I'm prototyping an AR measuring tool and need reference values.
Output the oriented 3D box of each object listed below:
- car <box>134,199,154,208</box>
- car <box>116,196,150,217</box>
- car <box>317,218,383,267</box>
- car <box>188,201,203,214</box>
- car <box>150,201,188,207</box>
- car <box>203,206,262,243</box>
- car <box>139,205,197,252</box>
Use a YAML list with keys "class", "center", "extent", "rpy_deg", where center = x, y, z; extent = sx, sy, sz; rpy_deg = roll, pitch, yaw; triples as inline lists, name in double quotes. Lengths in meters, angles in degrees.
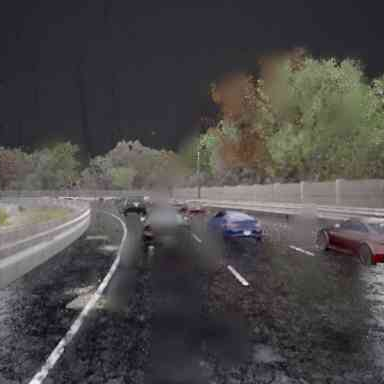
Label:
- class: "car"
  center: [-8.134, 1.855, 55.856]
  extent: [1.895, 1.301, 4.718]
  rpy_deg: [0, 0, -25]
- class: "car"
  center: [-6.181, 1.379, 34.208]
  extent: [2.150, 2.045, 5.566]
  rpy_deg: [0, 0, -19]
- class: "car"
  center: [6.113, 1.605, 11.688]
  extent: [1.994, 1.385, 4.181]
  rpy_deg: [0, 0, -5]
- class: "car"
  center: [-0.048, 1.725, 37.346]
  extent: [1.994, 1.385, 4.181]
  rpy_deg: [0, 0, -20]
- class: "car"
  center: [-2.448, 1.643, 33.980]
  extent: [2.128, 1.511, 4.902]
  rpy_deg: [0, 0, -18]
- class: "car"
  center: [2.003, 1.595, 16.571]
  extent: [1.812, 1.442, 4.674]
  rpy_deg: [0, 0, -9]
- class: "car"
  center: [-1.184, 1.542, 14.325]
  extent: [1.882, 1.535, 5.008]
  rpy_deg: [0, 0, -8]
